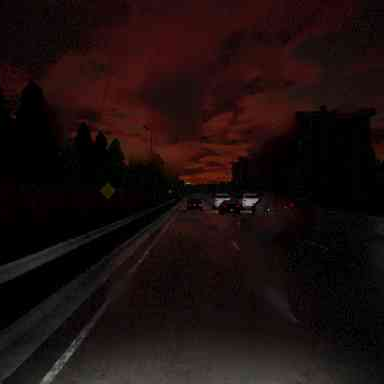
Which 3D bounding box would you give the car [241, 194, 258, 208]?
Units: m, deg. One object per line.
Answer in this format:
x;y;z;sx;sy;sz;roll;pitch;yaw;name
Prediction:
7.340;1.221;43.495;2.150;2.045;5.566;0;0;0;car

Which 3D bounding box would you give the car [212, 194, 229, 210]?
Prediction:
3.839;1.221;43.933;2.150;2.045;5.566;0;0;0;car

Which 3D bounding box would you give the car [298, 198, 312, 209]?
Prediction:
14.345;1.478;44.294;1.882;1.535;5.008;0;0;0;car

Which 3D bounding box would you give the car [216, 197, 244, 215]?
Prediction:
3.799;1.526;34.018;1.812;1.442;4.674;0;0;0;car

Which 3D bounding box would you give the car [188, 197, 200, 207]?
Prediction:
0.270;1.526;51.014;1.812;1.442;4.674;0;0;0;car

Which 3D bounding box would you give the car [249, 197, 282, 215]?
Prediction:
7.296;1.505;33.585;1.837;1.490;4.892;0;0;0;car

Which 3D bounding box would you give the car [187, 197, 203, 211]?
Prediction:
0.343;1.547;40.664;2.033;1.411;5.357;0;0;0;car

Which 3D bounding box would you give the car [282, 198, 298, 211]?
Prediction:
10.831;1.601;40.204;1.895;1.301;4.718;0;0;0;car
